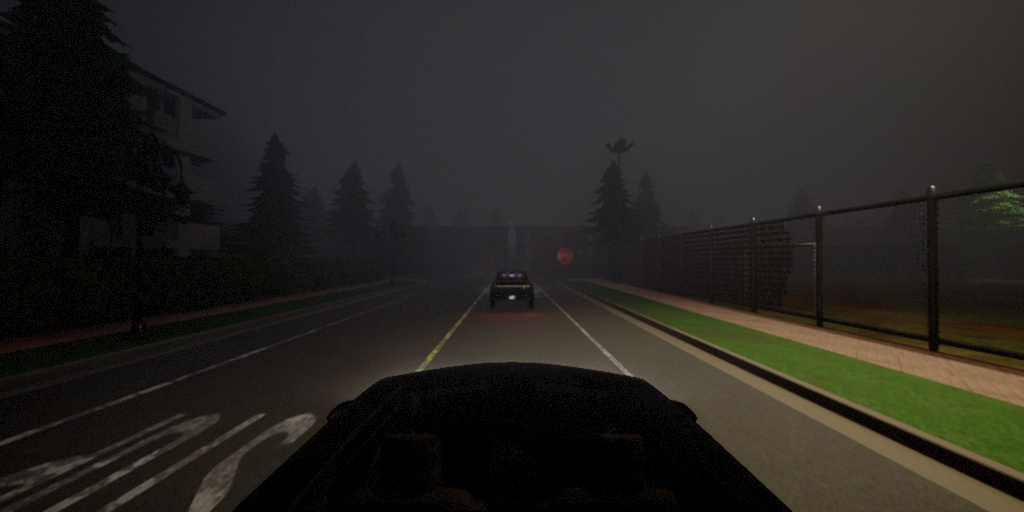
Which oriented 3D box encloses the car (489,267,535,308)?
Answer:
[{"bbox_3d":[0.003,1.399,16.154,2.128,1.511,4.902,0,-1,0],"label":"car"}]
